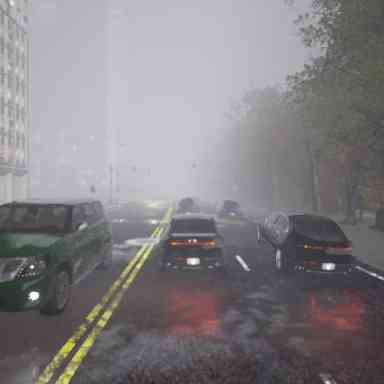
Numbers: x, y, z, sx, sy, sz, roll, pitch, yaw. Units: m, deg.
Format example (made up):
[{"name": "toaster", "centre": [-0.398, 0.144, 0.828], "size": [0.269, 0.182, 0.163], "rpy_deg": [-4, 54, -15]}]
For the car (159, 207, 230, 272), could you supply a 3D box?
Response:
[{"name": "car", "centre": [0.003, 1.440, 10.575], "size": [1.837, 1.490, 4.892], "rpy_deg": [0, 0, -1]}]

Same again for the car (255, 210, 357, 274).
[{"name": "car", "centre": [3.269, 1.312, 10.334], "size": [1.837, 1.490, 4.892], "rpy_deg": [3, 5, 0]}]

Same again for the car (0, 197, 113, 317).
[{"name": "car", "centre": [-3.394, 1.177, 7.711], "size": [2.150, 2.045, 5.566], "rpy_deg": [0, 0, -1]}]

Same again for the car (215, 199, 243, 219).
[{"name": "car", "centre": [2.944, 1.252, 26.668], "size": [1.812, 1.442, 4.674], "rpy_deg": [3, 5, -1]}]

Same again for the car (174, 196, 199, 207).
[{"name": "car", "centre": [-0.411, 1.068, 26.706], "size": [1.812, 1.442, 4.674], "rpy_deg": [-13, 8, 0]}]
